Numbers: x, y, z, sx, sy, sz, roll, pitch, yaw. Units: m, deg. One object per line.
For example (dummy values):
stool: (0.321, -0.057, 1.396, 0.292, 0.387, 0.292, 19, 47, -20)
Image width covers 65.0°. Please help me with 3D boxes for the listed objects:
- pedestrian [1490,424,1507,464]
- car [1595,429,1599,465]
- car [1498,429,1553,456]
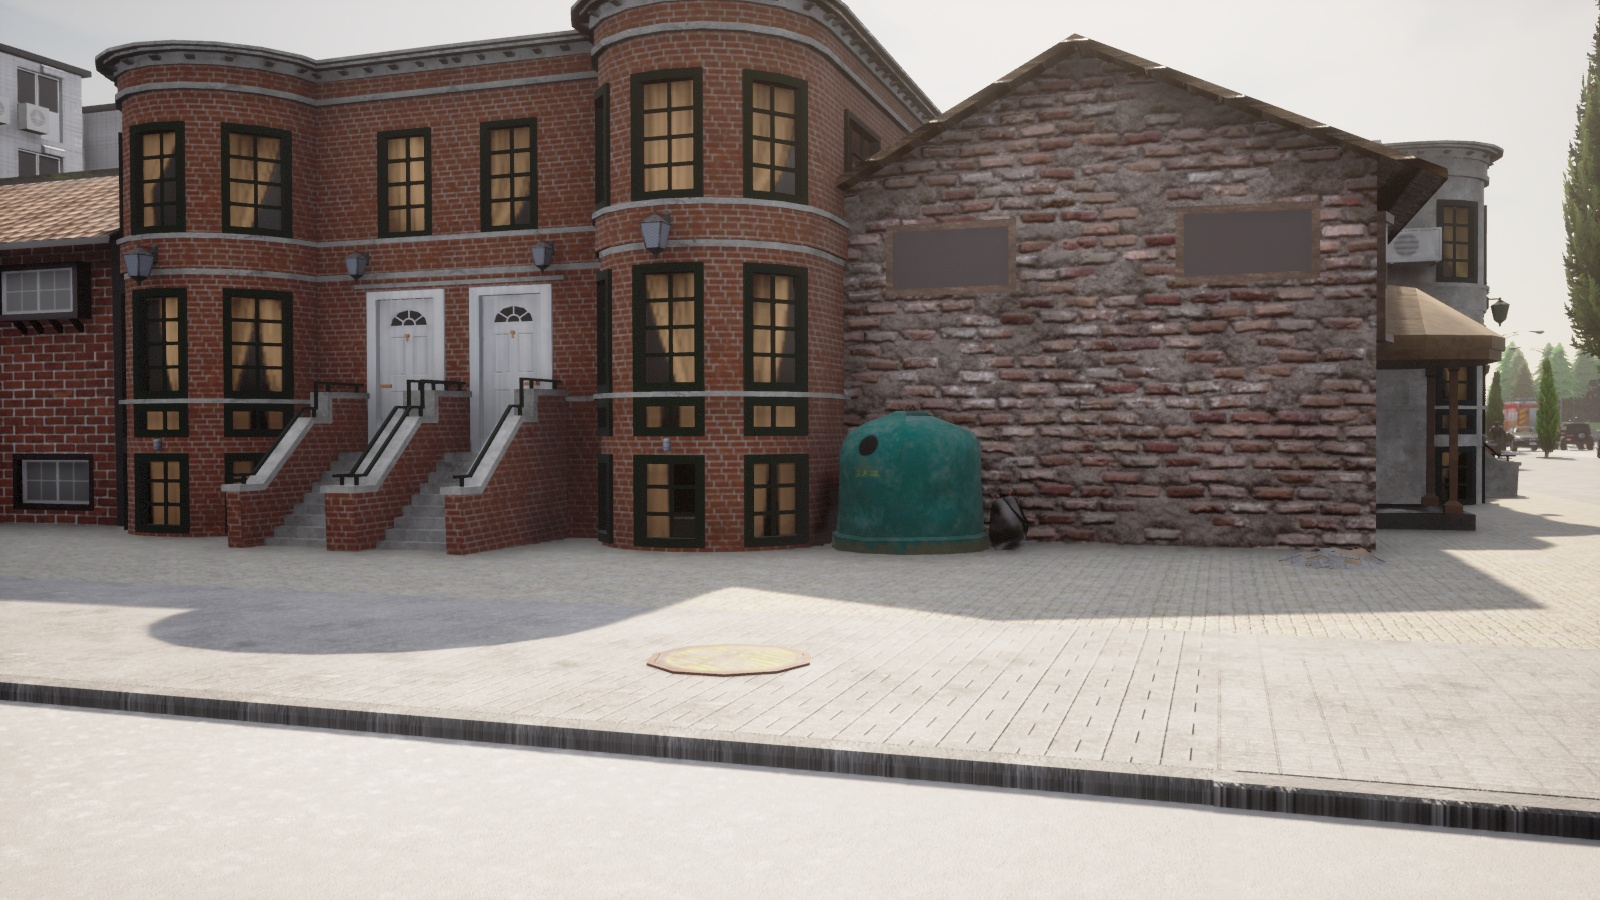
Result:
pedestrian: (33.007, -0.290, 59.356, 0.563, 1.883, 0.849, 1, 1, 39)
car: (39.622, -0.121, 59.626, 2.097, 1.767, 4.553, 1, 1, 19)
car: (46.892, -0.520, 81.267, 2.152, 1.651, 5.027, 1, 1, 19)
